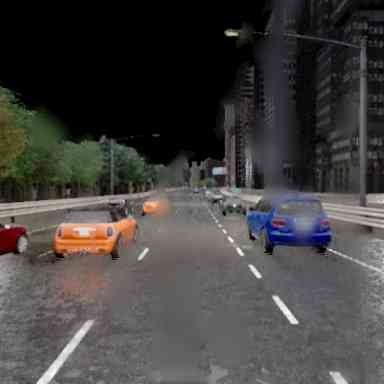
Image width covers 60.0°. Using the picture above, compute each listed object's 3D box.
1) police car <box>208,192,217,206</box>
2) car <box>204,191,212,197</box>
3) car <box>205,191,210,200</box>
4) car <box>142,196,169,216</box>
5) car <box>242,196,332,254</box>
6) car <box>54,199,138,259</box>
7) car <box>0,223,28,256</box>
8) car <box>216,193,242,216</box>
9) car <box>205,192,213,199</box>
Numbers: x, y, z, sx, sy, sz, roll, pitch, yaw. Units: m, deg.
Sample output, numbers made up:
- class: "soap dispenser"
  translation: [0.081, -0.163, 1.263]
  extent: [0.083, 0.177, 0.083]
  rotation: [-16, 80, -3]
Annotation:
- class: "police car"
  translation: [3.772, 1.105, 49.238]
  extent: [1.930, 1.638, 5.238]
  rotation: [0, 1, 1]
- class: "car"
  translation: [4.445, 0.567, 93.026]
  extent: [2.163, 1.488, 4.792]
  rotation: [0, 1, 1]
- class: "car"
  translation: [3.900, 0.932, 60.067]
  extent: [2.097, 1.767, 4.553]
  rotation: [0, 1, 1]
- class: "car"
  translation: [-3.284, 1.193, 31.003]
  extent: [2.097, 1.767, 4.553]
  rotation: [0, 0, 0]
- class: "car"
  translation: [3.624, 1.174, 13.392]
  extent: [2.150, 2.045, 5.566]
  rotation: [0, 0, 0]
- class: "car"
  translation: [-3.377, 1.308, 12.568]
  extent: [2.097, 1.767, 4.553]
  rotation: [0, 0, 0]
- class: "car"
  translation: [-6.884, 1.444, 10.083]
  extent: [1.882, 1.535, 5.008]
  rotation: [0, 0, 0]
- class: "car"
  translation: [3.716, 1.194, 31.063]
  extent: [2.097, 1.767, 4.553]
  rotation: [0, 0, 0]
- class: "car"
  translation: [4.237, 0.777, 82.028]
  extent: [1.882, 1.535, 5.008]
  rotation: [0, 1, 1]
